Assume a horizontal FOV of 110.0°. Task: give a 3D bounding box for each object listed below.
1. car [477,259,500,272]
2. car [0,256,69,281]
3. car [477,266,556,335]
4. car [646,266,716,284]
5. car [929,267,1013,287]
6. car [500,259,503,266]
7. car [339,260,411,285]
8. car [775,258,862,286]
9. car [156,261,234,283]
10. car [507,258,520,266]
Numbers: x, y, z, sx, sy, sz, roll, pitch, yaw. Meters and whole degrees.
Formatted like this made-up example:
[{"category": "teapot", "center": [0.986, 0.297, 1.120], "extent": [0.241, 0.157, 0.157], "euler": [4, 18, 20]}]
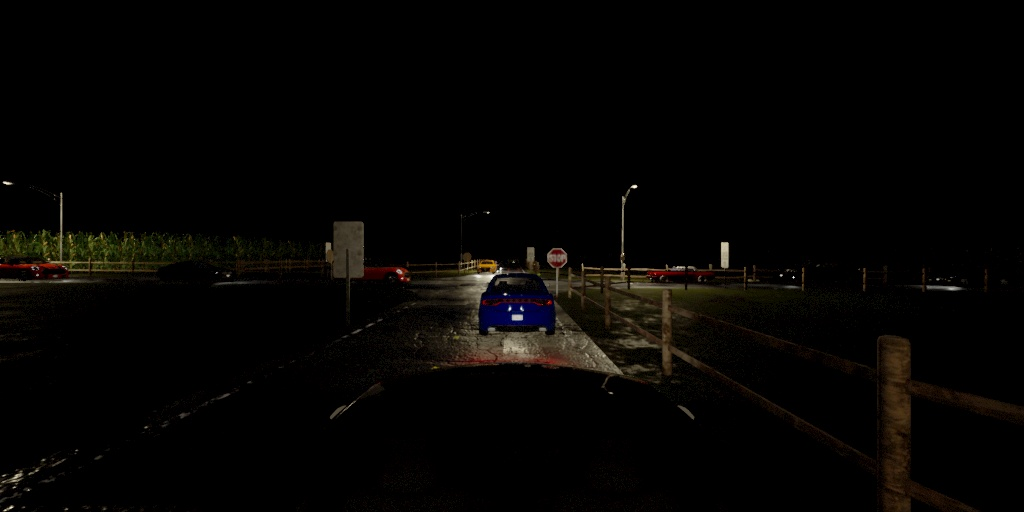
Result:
[{"category": "car", "center": [-2.787, 1.223, 40.990], "extent": [1.882, 1.535, 5.008], "euler": [0, 0, 1]}, {"category": "car", "center": [-34.739, 0.842, 25.545], "extent": [4.553, 1.767, 2.097], "euler": [0, 0, 1]}, {"category": "car", "center": [0.123, 1.227, 10.499], "extent": [1.882, 1.535, 5.008], "euler": [0, 0, 0]}, {"category": "car", "center": [12.990, 1.463, 27.888], "extent": [4.718, 1.301, 1.895], "euler": [0, 0, 0]}, {"category": "car", "center": [35.274, 1.564, 27.635], "extent": [4.892, 1.490, 1.837], "euler": [0, 0, 1]}, {"category": "car", "center": [-2.713, 1.309, 51.006], "extent": [1.994, 1.385, 4.181], "euler": [0, 0, 0]}, {"category": "car", "center": [-9.540, 1.044, 25.235], "extent": [4.553, 1.767, 2.097], "euler": [1, 0, 1]}, {"category": "car", "center": [23.650, 1.175, 27.788], "extent": [5.566, 2.045, 2.150], "euler": [1, 0, 0]}, {"category": "car", "center": [-22.418, 1.112, 25.391], "extent": [4.674, 1.442, 1.812], "euler": [0, 0, 1]}, {"category": "car", "center": [0.248, 1.095, 62.686], "extent": [2.097, 1.767, 4.553], "euler": [0, 0, 0]}]
